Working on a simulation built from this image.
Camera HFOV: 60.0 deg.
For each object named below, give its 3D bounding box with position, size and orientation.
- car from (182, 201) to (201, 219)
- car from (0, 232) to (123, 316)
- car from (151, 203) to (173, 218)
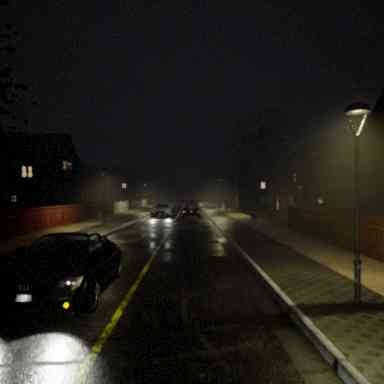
[{"bbox_3d":[-0.061,1.867,33.053,2.033,1.411,5.357,0,-1,0],"label":"car"},{"bbox_3d":[-2.884,1.641,7.659,1.994,1.385,4.181,0,-1,-1],"label":"car"},{"bbox_3d":[-3.028,1.854,33.704,1.812,1.442,4.674,0,-1,0],"label":"car"}]
